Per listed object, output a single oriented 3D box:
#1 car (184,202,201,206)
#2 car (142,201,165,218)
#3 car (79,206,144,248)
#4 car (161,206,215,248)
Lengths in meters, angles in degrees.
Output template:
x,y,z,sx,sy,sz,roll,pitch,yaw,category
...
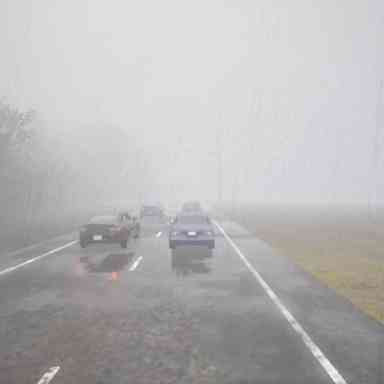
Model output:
x,y,z,sx,sy,sz,roll,pitch,yaw,category
0.000,1.565,29.653,2.033,1.411,5.357,0,0,0,car
-3.500,1.535,29.653,1.812,1.442,4.674,0,0,0,car
-3.500,1.534,14.651,1.812,1.442,4.674,0,0,0,car
-0.001,1.564,14.651,2.033,1.411,5.357,0,0,0,car
